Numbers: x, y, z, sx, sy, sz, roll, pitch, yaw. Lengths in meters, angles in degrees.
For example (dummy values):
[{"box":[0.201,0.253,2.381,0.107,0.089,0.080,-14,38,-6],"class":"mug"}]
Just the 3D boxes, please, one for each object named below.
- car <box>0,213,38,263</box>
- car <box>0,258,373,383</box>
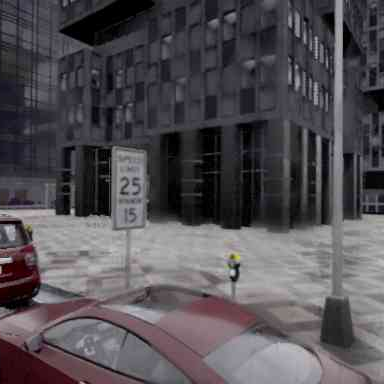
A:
[{"box":[-5.004,1.299,6.604,5.009,1.841,2.192,0,-1,37],"class":"car"},{"box":[-0.494,1.602,3.221,4.206,1.307,1.802,0,-1,37],"class":"car"}]
